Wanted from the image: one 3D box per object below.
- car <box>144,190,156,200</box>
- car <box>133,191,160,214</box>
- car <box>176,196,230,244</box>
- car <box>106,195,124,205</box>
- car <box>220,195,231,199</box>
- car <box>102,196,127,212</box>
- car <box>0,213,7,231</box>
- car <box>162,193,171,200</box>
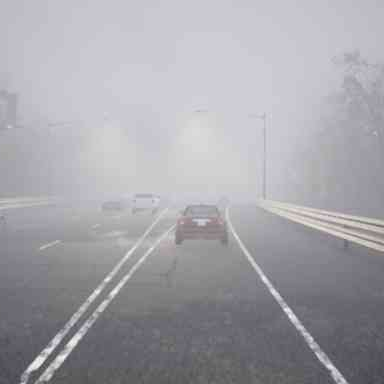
[{"bbox_3d":[-9.089,0.690,72.914,2.150,2.045,5.566,0,0,-2],"label":"car"},{"bbox_3d":[-4.395,0.982,32.345,2.150,2.045,5.566,0,0,-2],"label":"car"},{"bbox_3d":[0.473,1.249,15.285,2.097,1.767,4.553,0,0,2],"label":"car"},{"bbox_3d":[-11.925,1.195,51.795,1.895,1.301,4.718,0,0,-2],"label":"car"},{"bbox_3d":[5.949,1.259,60.820,1.837,1.490,4.892,0,0,11],"label":"car"},{"bbox_3d":[-7.949,1.256,34.278,1.812,1.442,4.674,0,0,-2],"label":"car"},{"bbox_3d":[-10.967,1.344,16.235,1.837,1.490,4.892,0,1,-2],"label":"car"},{"bbox_3d":[-5.625,0.998,74.211,2.128,1.511,4.902,0,0,-2],"label":"car"}]
